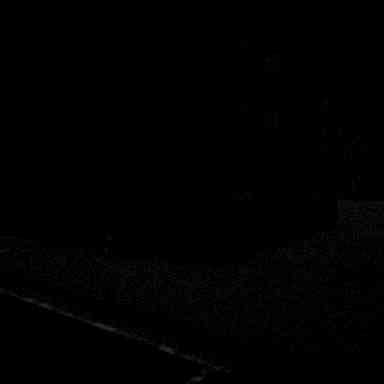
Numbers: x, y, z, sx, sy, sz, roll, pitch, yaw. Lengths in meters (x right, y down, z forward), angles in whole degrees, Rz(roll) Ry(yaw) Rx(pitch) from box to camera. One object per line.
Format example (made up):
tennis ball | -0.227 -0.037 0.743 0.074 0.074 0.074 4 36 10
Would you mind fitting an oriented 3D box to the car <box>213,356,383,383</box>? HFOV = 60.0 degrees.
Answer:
car | 1.877 1.583 1.522 4.206 1.307 1.802 0 -1 35
